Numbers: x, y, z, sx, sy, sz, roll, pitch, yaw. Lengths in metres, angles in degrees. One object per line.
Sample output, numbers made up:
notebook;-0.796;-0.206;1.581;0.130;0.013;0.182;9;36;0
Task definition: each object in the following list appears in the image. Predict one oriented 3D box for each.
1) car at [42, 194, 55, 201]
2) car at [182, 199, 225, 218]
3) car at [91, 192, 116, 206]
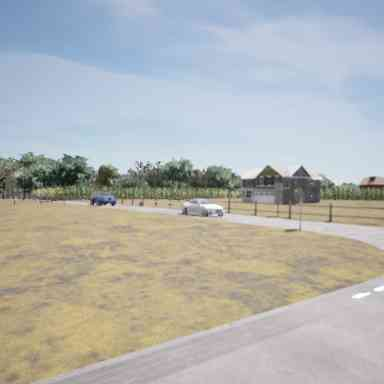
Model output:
car;-36.926;1.512;86.473;2.128;1.511;4.902;2;-1;-35
car;0.867;1.344;28.478;1.812;1.442;4.674;2;-1;-35
car;-12.813;0.986;47.801;2.150;2.045;5.566;2;-1;-35
